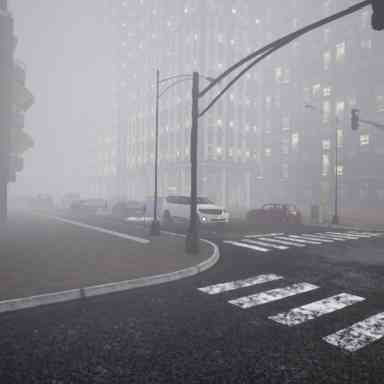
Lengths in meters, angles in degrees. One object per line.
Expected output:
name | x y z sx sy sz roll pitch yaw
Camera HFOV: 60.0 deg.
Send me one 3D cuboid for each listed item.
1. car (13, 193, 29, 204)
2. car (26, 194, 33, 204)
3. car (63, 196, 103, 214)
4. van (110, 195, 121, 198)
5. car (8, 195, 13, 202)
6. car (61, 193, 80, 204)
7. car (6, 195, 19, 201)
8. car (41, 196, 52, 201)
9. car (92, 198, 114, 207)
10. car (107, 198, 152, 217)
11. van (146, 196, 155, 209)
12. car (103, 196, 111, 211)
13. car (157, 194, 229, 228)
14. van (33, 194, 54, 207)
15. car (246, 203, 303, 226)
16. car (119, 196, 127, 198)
car | -30.449 1.155 60.570 2.192 1.841 5.009 1 -1 -35
car | -23.918 1.432 51.352 1.802 1.307 4.206 1 -1 -35
car | -10.847 1.427 32.923 2.008 1.369 4.403 1 -1 -35
van | -10.544 1.368 46.987 1.690 1.788 3.998 1 -1 -35
car | -36.989 1.396 69.782 1.947 1.339 4.313 1 -1 -35
car | -20.456 1.181 56.316 2.150 2.045 5.566 1 -1 -35
car | -40.256 1.377 74.390 2.008 1.369 4.403 1 -1 -35
car | -36.691 1.570 83.843 1.802 1.307 4.206 1 -1 -35
car | -13.816 1.586 51.592 1.947 1.339 4.313 1 -1 -35
car | -5.772 1.498 30.252 1.994 1.385 4.181 1 -1 -35
van | -4.009 1.382 37.772 1.690 1.788 3.998 1 -1 -35
car | -11.650 1.468 38.546 2.033 1.411 5.357 1 -1 -35
car | 0.012 1.170 22.098 2.150 2.045 5.566 1 -1 -35
van | -20.646 1.197 46.747 1.690 1.788 3.998 1 -1 -35
car | 5.793 1.505 23.949 1.967 1.590 4.097 1 -1 -35
car | -7.280 1.584 42.377 2.008 1.369 4.403 1 -1 -35
